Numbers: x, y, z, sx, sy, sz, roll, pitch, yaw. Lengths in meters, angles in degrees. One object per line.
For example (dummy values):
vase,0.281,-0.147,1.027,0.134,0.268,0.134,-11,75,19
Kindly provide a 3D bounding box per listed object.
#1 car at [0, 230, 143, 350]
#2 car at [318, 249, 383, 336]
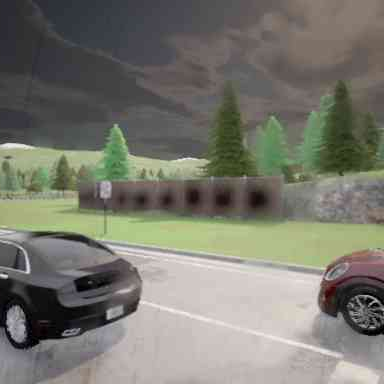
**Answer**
car,-3.086,1.494,6.250,4.892,1.490,1.837,0,0,36
car,4.446,1.359,5.202,4.553,1.767,2.097,0,0,35
